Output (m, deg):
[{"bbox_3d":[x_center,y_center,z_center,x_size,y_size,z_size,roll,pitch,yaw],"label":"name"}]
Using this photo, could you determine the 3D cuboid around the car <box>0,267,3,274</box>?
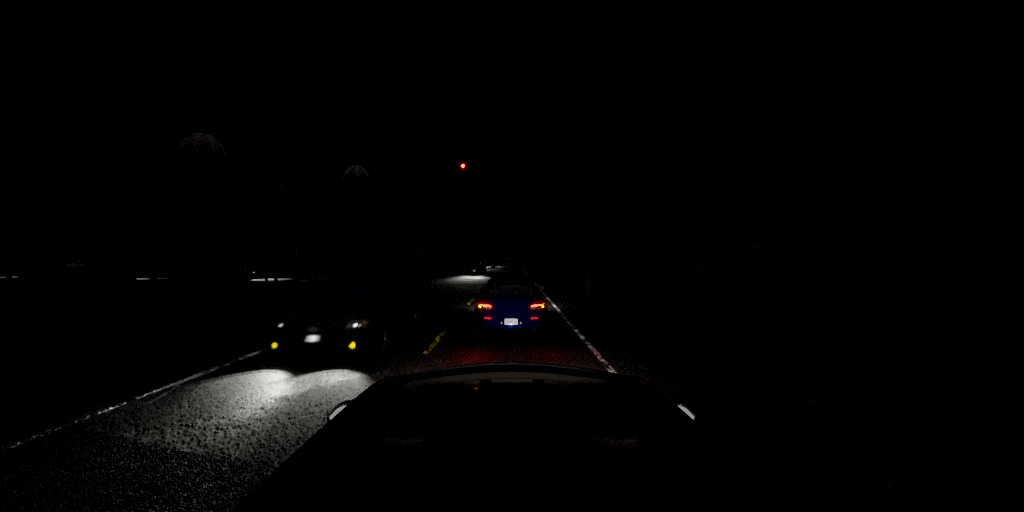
[{"bbox_3d":[-43.427,0.833,28.239,5.008,1.535,1.882,1,0,0],"label":"car"}]

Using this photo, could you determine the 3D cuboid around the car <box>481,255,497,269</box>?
[{"bbox_3d":[-3.812,0.928,54.862,2.150,2.045,5.566,0,0,0],"label":"car"}]

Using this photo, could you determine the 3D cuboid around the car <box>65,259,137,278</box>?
[{"bbox_3d":[-32.595,0.984,28.332,4.674,1.442,1.812,1,0,-1],"label":"car"}]

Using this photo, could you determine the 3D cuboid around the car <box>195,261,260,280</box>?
[{"bbox_3d":[-22.458,1.118,28.429,4.181,1.385,1.994,1,0,0],"label":"car"}]

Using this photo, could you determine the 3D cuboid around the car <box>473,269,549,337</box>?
[{"bbox_3d":[-0.030,1.274,10.165,1.812,1.442,4.674,0,0,0],"label":"car"}]

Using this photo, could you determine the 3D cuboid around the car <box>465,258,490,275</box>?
[{"bbox_3d":[-3.747,1.220,37.724,2.128,1.511,4.902,0,0,0],"label":"car"}]

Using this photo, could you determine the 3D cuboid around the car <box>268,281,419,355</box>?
[{"bbox_3d":[-3.624,1.313,8.504,1.994,1.385,4.181,0,0,0],"label":"car"}]
